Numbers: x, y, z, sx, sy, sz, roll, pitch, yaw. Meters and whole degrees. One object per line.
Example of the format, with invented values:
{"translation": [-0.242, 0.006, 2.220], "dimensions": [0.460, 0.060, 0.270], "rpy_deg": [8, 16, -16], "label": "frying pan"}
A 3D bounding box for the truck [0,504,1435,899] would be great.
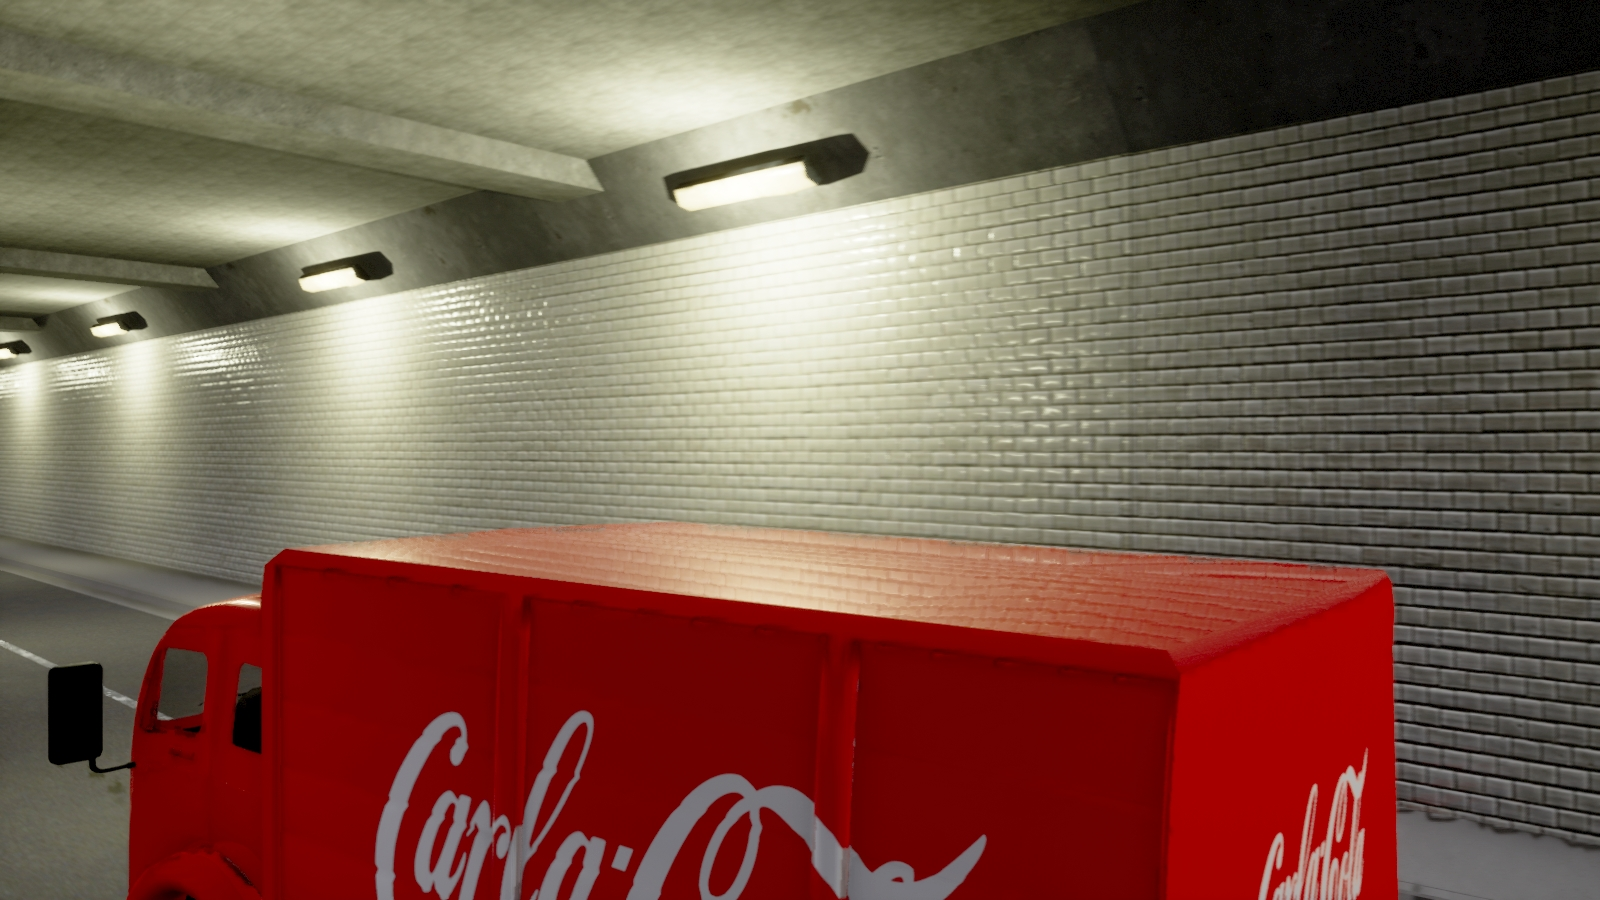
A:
{"translation": [-0.697, 1.569, 4.469], "dimensions": [5.204, 2.467, 2.627], "rpy_deg": [0, 0, 38], "label": "truck"}
